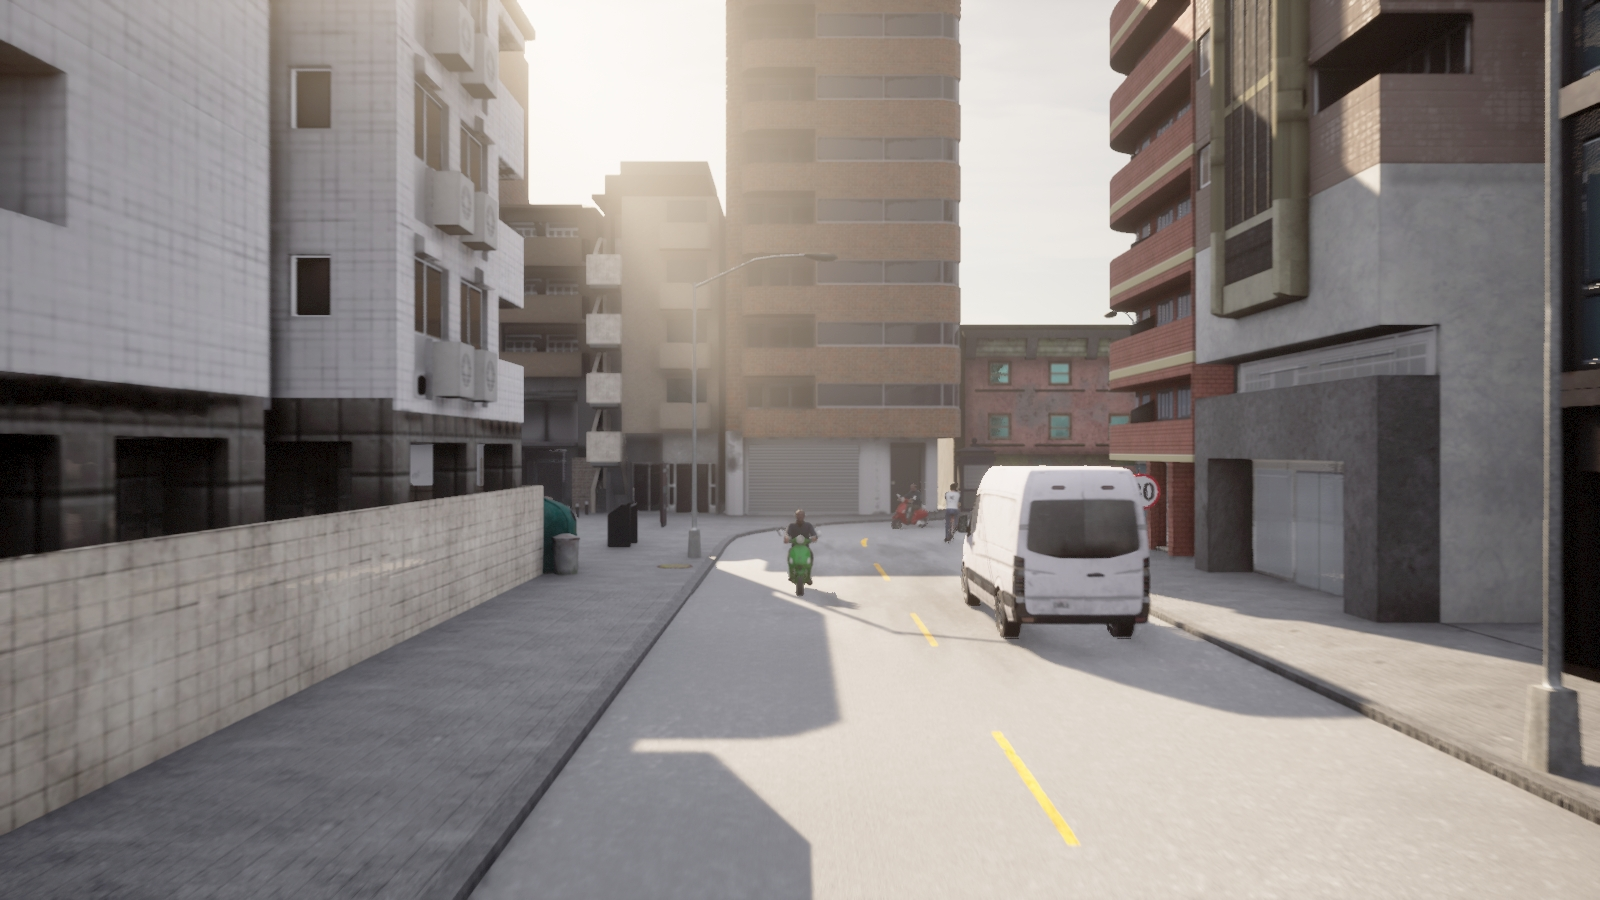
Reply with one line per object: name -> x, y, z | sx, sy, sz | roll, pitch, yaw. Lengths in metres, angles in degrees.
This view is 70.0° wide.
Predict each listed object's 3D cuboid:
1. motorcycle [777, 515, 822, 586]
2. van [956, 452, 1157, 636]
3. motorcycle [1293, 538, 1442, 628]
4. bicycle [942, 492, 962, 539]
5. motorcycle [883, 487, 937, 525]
motorcycle -> -0.009, 1.962, 22.591 | 0.856, 1.236, 1.805 | 0, 0, 0
van -> 3.977, 1.314, 18.860 | 1.988, 2.561, 5.915 | 0, 0, 0
motorcycle -> 8.438, 1.962, 17.068 | 1.805, 1.236, 0.856 | 0, -3, 9
bicycle -> 4.546, 1.937, 34.190 | 0.373, 1.296, 1.643 | 2, 0, 13
motorcycle -> 3.891, 1.964, 40.487 | 1.805, 1.236, 0.856 | 0, 3, -41
